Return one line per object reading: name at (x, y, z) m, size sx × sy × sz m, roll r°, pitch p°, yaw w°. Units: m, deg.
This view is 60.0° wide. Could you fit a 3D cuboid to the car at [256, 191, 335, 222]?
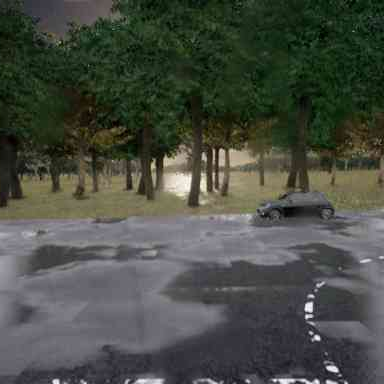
car at (6.317, 0.751, 20.696) m, size 4.553 × 1.767 × 2.097 m, roll -2°, pitch 3°, yaw 0°
